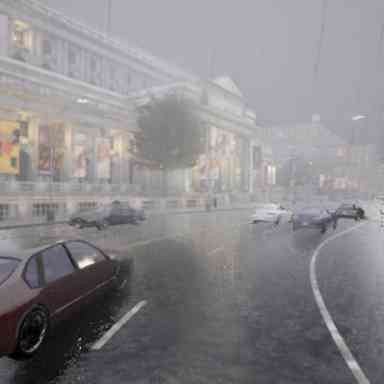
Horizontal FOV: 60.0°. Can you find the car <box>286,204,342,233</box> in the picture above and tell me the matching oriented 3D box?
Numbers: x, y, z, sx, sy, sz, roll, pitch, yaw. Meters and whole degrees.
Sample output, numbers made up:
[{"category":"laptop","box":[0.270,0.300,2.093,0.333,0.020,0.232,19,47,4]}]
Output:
[{"category":"car","box":[7.505,1.600,20.185,1.812,1.442,4.674,1,0,34]}]

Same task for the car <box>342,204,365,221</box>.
[{"category":"car","box":[13.766,1.706,29.141,1.994,1.385,4.181,1,0,35]}]

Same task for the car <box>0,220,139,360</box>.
[{"category":"car","box":[-2.737,1.510,5.947,2.033,1.411,5.357,1,0,11]}]

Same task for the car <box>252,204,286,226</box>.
[{"category":"car","box":[5.845,1.577,23.973,1.812,1.442,4.674,1,0,34]}]

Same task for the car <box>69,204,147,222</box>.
[{"category":"car","box":[-4.978,1.473,20.564,2.033,1.411,5.357,1,0,29]}]
